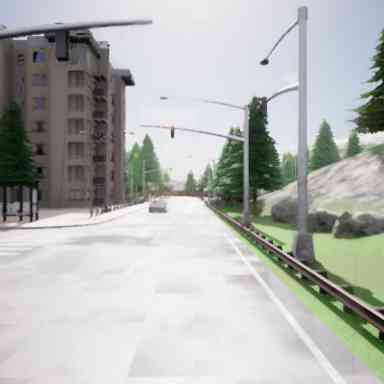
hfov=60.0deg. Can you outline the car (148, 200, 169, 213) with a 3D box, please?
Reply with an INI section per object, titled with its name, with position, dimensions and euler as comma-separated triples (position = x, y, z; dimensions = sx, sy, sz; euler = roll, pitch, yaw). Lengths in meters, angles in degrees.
[car]
position = -3.538, 1.525, 36.046
dimensions = 2.033, 1.411, 5.357
euler = 0, 0, 0
